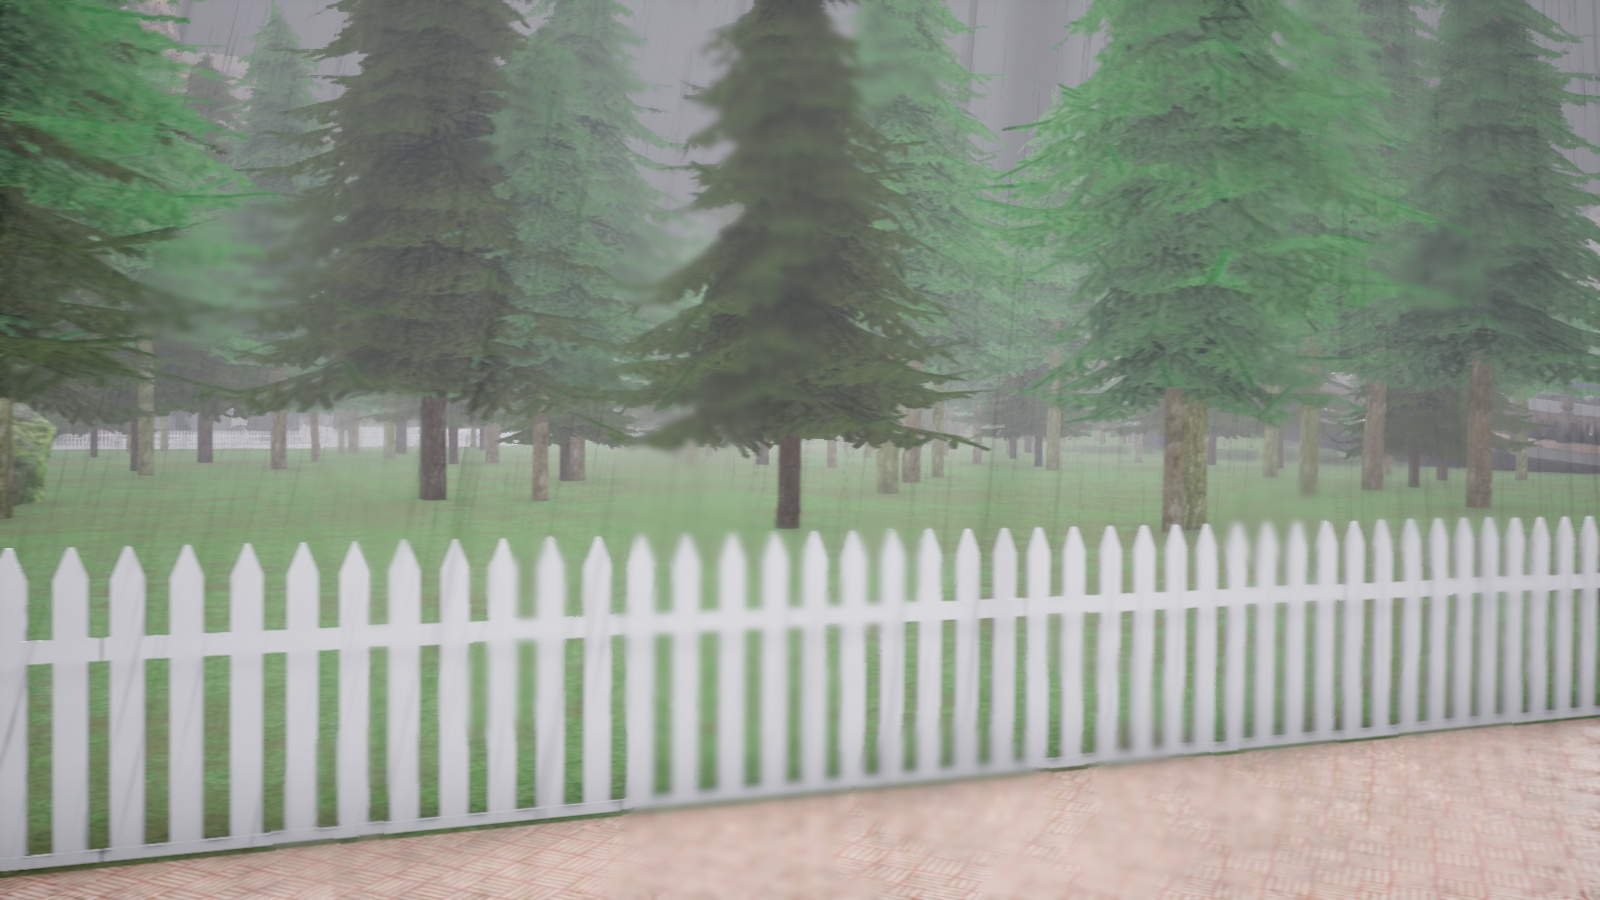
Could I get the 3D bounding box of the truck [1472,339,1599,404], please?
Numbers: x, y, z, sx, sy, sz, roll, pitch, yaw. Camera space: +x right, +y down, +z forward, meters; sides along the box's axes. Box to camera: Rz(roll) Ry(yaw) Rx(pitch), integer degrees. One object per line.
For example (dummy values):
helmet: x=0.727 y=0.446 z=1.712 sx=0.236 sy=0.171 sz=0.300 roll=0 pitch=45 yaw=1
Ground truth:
truck: x=47.453 y=-5.084 z=79.923 sx=2.891 sy=3.462 sz=7.936 roll=-1 pitch=8 yaw=-22

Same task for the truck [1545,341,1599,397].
truck: x=53.897 y=-5.209 z=82.653 sx=2.891 sy=3.462 sz=7.936 roll=-1 pitch=8 yaw=-22
